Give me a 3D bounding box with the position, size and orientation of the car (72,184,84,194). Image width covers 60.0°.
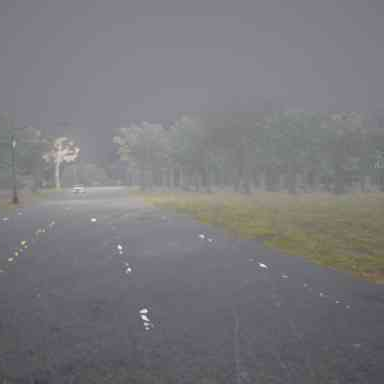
[{"bbox_3d":[-24.788,-0.597,72.717,2.150,2.045,5.566,-2,3,-14],"label":"car"}]
